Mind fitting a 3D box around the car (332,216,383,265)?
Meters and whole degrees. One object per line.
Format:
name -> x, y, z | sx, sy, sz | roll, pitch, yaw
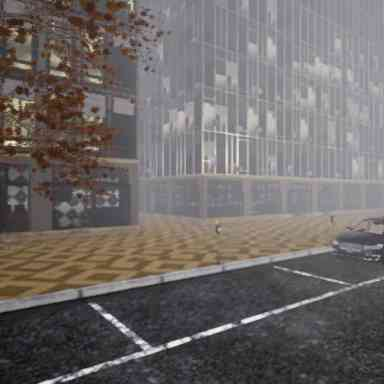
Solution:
car -> 6.478, 1.522, 11.178 | 4.403, 1.369, 2.008 | 0, 0, -36
